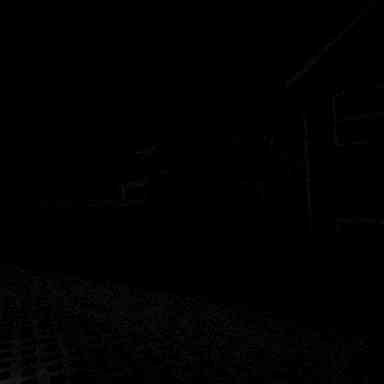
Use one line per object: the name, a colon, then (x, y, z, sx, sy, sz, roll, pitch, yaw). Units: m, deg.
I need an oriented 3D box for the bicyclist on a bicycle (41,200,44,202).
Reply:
bicyclist on a bicycle: (-11.085, 1.396, 25.026, 1.656, 1.620, 0.582, -3, -2, 21)
